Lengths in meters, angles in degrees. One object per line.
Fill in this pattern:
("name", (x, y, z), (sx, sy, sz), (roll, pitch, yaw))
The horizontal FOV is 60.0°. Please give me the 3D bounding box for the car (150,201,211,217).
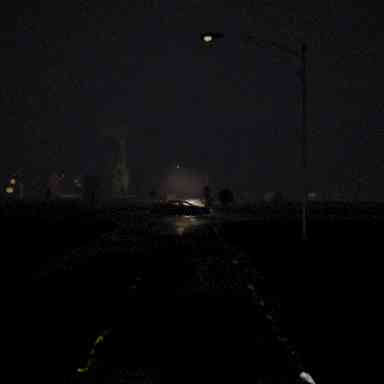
("car", (-0.989, 1.473, 29.595), (5.357, 1.411, 2.033), (0, 0, -1))
